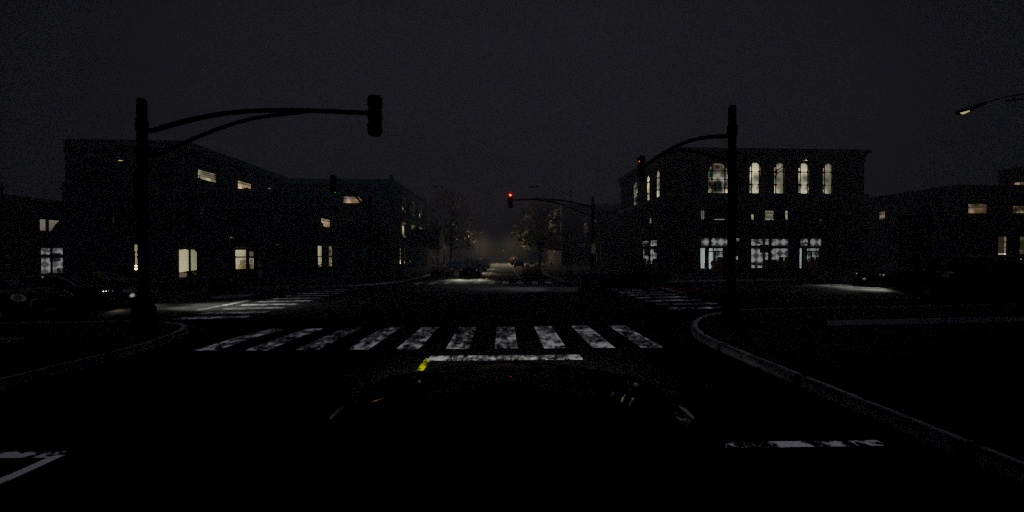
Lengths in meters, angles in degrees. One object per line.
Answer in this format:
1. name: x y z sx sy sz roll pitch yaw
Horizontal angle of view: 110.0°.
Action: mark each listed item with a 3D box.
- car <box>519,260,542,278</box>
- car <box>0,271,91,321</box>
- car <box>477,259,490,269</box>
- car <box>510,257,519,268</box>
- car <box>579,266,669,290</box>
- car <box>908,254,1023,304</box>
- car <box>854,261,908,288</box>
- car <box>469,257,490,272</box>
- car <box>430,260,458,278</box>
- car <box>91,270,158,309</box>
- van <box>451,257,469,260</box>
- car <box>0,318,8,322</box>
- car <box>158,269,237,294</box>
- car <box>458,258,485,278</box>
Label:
1. car: 1.874 1.269 33.999 1.751 1.417 4.829 0 0 -1
2. car: -18.349 1.422 12.769 4.097 1.591 1.967 0 0 -3
3. car: -4.519 1.216 58.016 1.882 1.535 5.008 0 0 -1
4. car: 1.164 1.288 61.552 2.007 1.370 4.403 0 0 -1
5. car: 6.211 1.228 20.409 4.718 1.301 1.895 -1 1 9
6. car: 19.639 0.842 14.395 5.009 1.841 2.192 0 0 -3
7. car: 22.167 0.968 20.295 4.674 1.442 1.812 -1 1 -2
8. car: -4.224 1.219 45.826 1.882 1.535 5.008 0 0 -1
9. car: -6.499 1.326 33.614 1.802 1.307 4.207 0 0 -1
10. car: -18.778 1.455 15.303 4.902 1.511 2.128 -1 1 -3
11. van: -6.785 1.082 44.702 1.690 1.789 3.998 0 0 -1
12. car: -5.661 1.295 1.105 1.888 1.381 4.507 0 0 -1
13. car: -18.683 1.474 21.109 4.313 1.339 1.948 0 0 -2
14. car: -3.928 1.221 34.440 1.882 1.535 5.008 0 0 -2
